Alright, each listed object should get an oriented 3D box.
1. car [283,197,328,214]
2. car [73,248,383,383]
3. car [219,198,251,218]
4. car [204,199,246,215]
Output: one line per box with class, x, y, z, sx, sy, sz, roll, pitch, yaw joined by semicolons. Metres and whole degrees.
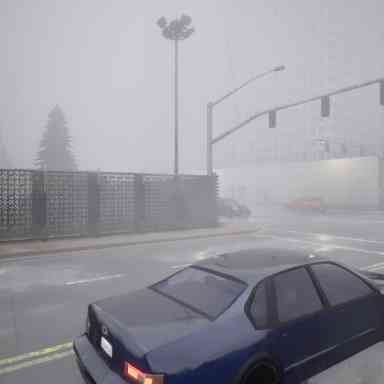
car;11.891;1.296;35.244;2.097;1.767;4.553;0;0;-37
car;1.228;1.547;4.674;5.357;1.411;2.033;0;0;-35
car;3.033;1.297;29.120;2.097;1.767;4.553;0;0;-35
car;3.355;1.470;34.713;1.812;1.442;4.674;0;0;-35
